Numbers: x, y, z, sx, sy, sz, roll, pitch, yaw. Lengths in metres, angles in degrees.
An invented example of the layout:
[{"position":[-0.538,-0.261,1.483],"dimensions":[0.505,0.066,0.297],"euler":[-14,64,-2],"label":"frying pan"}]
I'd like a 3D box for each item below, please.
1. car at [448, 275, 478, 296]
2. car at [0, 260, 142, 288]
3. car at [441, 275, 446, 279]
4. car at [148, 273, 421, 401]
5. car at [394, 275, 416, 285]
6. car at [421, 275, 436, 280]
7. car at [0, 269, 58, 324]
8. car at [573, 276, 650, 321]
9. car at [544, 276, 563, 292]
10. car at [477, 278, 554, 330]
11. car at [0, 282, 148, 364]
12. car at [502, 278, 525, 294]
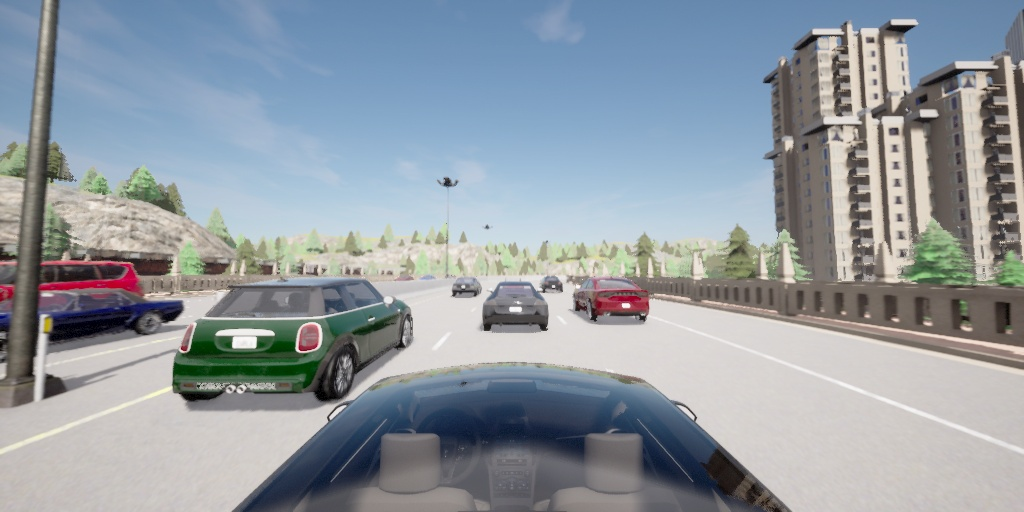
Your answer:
[{"position":[-3.393,2.306,27.523],"dimensions":[2.033,1.411,5.357],"euler":[0,-3,0],"label":"car"},{"position":[-14.098,1.127,10.372],"dimensions":[2.150,2.045,5.566],"euler":[0,-2,0],"label":"car"},{"position":[-10.324,3.830,58.242],"dimensions":[2.128,1.511,4.902],"euler":[0,-3,3],"label":"car"},{"position":[-3.399,1.162,6.682],"dimensions":[2.097,1.767,4.553],"euler":[0,-1,0],"label":"car"},{"position":[-17.343,3.821,58.264],"dimensions":[1.882,1.535,5.008],"euler":[0,-3,3],"label":"car"},{"position":[-13.801,3.846,58.781],"dimensions":[1.882,1.535,5.008],"euler":[0,-3,3],"label":"car"},{"position":[-17.598,1.278,10.753],"dimensions":[2.097,1.767,4.553],"euler":[0,-2,0],"label":"car"},{"position":[3.603,1.534,13.814],"dimensions":[1.882,1.535,5.008],"euler":[0,-3,0],"label":"car"},{"position":[3.608,2.589,33.474],"dimensions":[1.812,1.442,4.674],"euler":[0,-3,0],"label":"car"},{"position":[0.103,1.540,12.027],"dimensions":[1.994,1.385,4.181],"euler":[0,-2,0],"label":"car"},{"position":[-10.600,1.447,8.297],"dimensions":[1.895,1.301,4.718],"euler":[0,-2,0],"label":"car"},{"position":[0.108,2.578,31.787],"dimensions":[1.895,1.301,4.718],"euler":[0,-3,0],"label":"car"}]
